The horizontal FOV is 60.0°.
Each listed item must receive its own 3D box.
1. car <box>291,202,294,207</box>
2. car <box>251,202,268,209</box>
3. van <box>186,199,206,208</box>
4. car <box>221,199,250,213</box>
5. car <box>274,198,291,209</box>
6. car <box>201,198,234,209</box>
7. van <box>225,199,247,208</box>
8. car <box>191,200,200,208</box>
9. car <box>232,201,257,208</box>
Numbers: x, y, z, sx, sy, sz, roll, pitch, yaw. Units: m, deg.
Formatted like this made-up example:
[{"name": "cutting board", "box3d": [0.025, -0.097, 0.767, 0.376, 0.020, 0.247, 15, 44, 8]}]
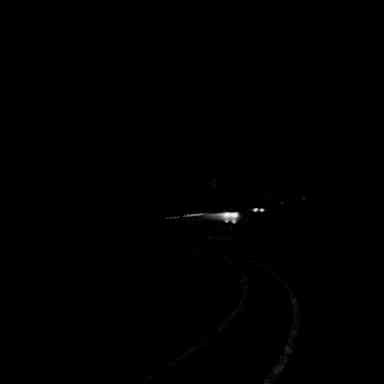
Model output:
[{"name": "car", "box3d": [21.726, 2.868, 74.946, 1.882, 1.535, 5.008, -1, -3, 24]}, {"name": "car", "box3d": [13.370, 2.582, 64.082, 1.994, 1.385, 4.181, -1, -2, 24]}, {"name": "van", "box3d": [0.948, 2.851, 81.643, 4.442, 1.987, 1.878, -1, -3, 23]}, {"name": "car", "box3d": [6.330, 2.186, 48.242, 2.128, 1.511, 4.902, -1, -1, 24]}, {"name": "car", "box3d": [17.535, 2.301, 65.444, 2.150, 2.045, 5.566, -1, -2, 24]}, {"name": "car", "box3d": [4.629, 2.191, 59.614, 4.553, 1.767, 2.185, -1, -2, 23]}, {"name": "van", "box3d": [9.357, 2.472, 70.799, 4.442, 1.987, 1.878, -1, -2, 23]}, {"name": "car", "box3d": [-1.504, 2.857, 76.755, 5.366, 1.575, 1.946, -1, -2, 23]}, {"name": "car", "box3d": [12.003, 2.925, 76.128, 5.366, 1.575, 1.946, -1, -3, 23]}]
